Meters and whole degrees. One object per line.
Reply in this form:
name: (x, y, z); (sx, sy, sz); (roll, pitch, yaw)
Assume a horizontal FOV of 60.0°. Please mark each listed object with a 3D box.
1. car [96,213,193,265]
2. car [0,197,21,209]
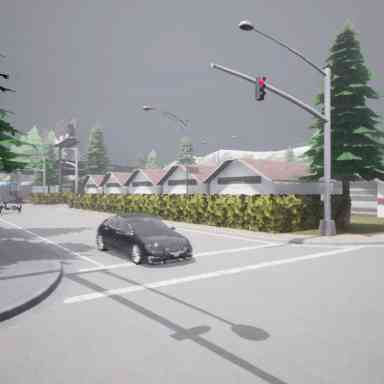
car: (-1.909, 1.588, 11.984); (1.837, 1.490, 4.892); (0, 1, -37)
car: (-19.796, 1.200, 35.803); (2.097, 1.767, 4.553); (0, 0, -37)
